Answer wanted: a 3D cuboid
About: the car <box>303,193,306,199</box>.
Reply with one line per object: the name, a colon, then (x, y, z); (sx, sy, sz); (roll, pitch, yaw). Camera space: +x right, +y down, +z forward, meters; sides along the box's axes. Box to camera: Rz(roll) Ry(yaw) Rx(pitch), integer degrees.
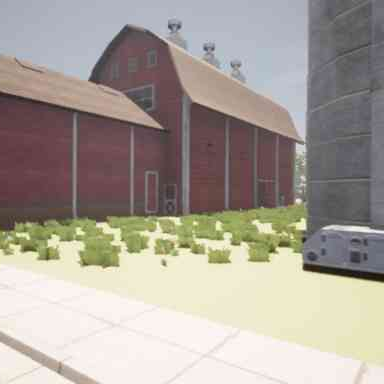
car: (19.680, 1.013, 53.391); (3.866, 1.878, 1.905); (2, -6, -7)
